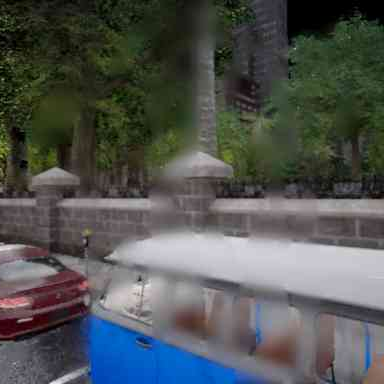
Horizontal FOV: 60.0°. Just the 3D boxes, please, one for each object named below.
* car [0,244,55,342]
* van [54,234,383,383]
[{"bbox_3d":[-3.487,1.618,6.035,4.206,1.307,1.802,-1,0,39],"label":"car"},{"bbox_3d":[0.811,1.319,2.567,3.998,1.788,1.690,-1,0,39],"label":"van"}]
